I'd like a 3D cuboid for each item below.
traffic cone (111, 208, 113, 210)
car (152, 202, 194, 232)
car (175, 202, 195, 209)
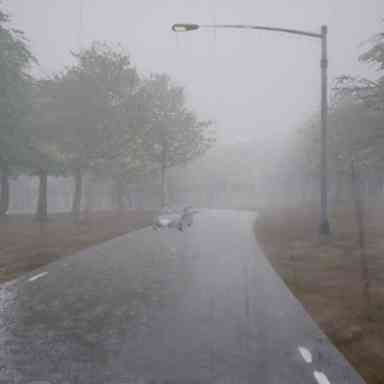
[{"bbox_3d":[-19.275,3.943,80.307,0.340,0.580,0.340,-3,-1,27],"label":"traffic cone"},{"bbox_3d":[-1.147,1.597,21.319,2.128,1.511,4.902,0,0,10],"label":"car"},{"bbox_3d":[-1.473,2.665,64.273,1.895,1.301,4.718,0,-2,-28],"label":"car"}]
